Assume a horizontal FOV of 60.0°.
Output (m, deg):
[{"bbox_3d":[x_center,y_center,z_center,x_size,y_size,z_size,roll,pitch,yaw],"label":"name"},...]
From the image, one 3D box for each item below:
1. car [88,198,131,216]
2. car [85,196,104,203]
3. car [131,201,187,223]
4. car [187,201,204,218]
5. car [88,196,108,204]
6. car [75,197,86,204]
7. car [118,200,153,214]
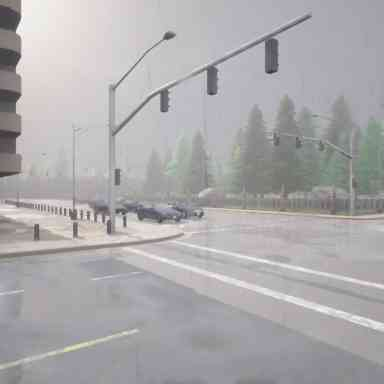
[{"bbox_3d":[-8.413,1.603,33.974,2.033,1.411,5.357,0,0,-36],"label":"car"},{"bbox_3d":[-12.481,1.656,45.409,1.895,1.301,4.718,0,0,-36],"label":"car"},{"bbox_3d":[-2.707,1.581,26.266,1.812,1.442,4.674,0,0,-38],"label":"car"},{"bbox_3d":[-0.904,1.547,29.690,2.128,1.511,4.902,0,0,-36],"label":"car"},{"bbox_3d":[-18.741,1.547,66.014,2.128,1.511,4.902,0,0,-36],"label":"car"},{"bbox_3d":[-20.812,1.656,62.924,1.895,1.301,4.718,0,0,-36],"label":"car"},{"bbox_3d":[-6.379,1.656,37.117,1.895,1.301,4.718,0,0,-36],"label":"car"}]
